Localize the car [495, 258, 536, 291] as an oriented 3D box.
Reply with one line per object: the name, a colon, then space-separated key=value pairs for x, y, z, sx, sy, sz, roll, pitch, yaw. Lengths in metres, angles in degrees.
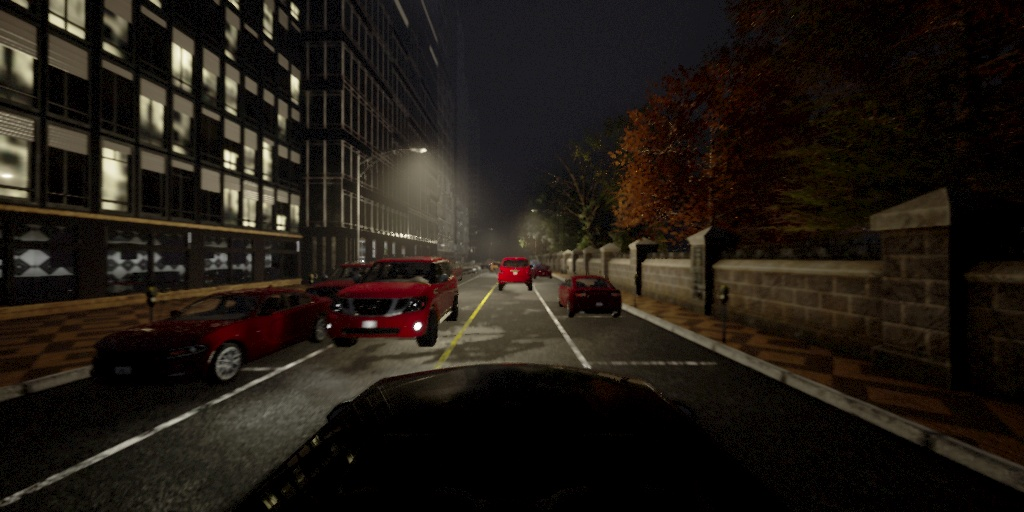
car: x=0.233 y=1.142 z=23.989 sx=2.150 sy=2.045 sz=5.566 roll=0 pitch=-1 yaw=1

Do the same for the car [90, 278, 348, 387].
car: x=-5.308 y=1.336 z=7.140 sx=1.888 sy=1.381 sz=4.507 roll=0 pitch=0 yaw=0

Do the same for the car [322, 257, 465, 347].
car: x=-2.829 y=1.035 z=9.907 sx=2.150 sy=2.045 sz=5.566 roll=0 pitch=-1 yaw=0

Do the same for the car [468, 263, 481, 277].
car: x=-5.082 y=1.600 z=40.886 sx=2.007 sy=1.370 sz=4.403 roll=0 pitch=0 yaw=1

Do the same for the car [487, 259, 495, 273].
car: x=-2.136 y=1.618 z=52.485 sx=1.882 sy=1.535 sz=5.008 roll=0 pitch=-1 yaw=2

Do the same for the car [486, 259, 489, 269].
car: x=-4.625 y=1.773 z=63.397 sx=2.007 sy=1.370 sz=4.403 roll=0 pitch=0 yaw=1

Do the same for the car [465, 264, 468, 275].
car: x=-5.269 y=1.278 z=29.642 sx=2.192 sy=1.841 sz=5.009 roll=0 pitch=0 yaw=1

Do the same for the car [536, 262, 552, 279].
car: x=3.000 y=1.559 z=35.970 sx=1.888 sy=1.381 sz=4.507 roll=0 pitch=0 yaw=1

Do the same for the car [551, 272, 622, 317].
car: x=2.742 y=1.386 z=13.410 sx=1.888 sy=1.381 sz=4.507 roll=0 pitch=0 yaw=0

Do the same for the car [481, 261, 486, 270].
car: x=-4.965 y=1.643 z=46.505 sx=2.007 sy=1.370 sz=4.403 roll=0 pitch=0 yaw=1
